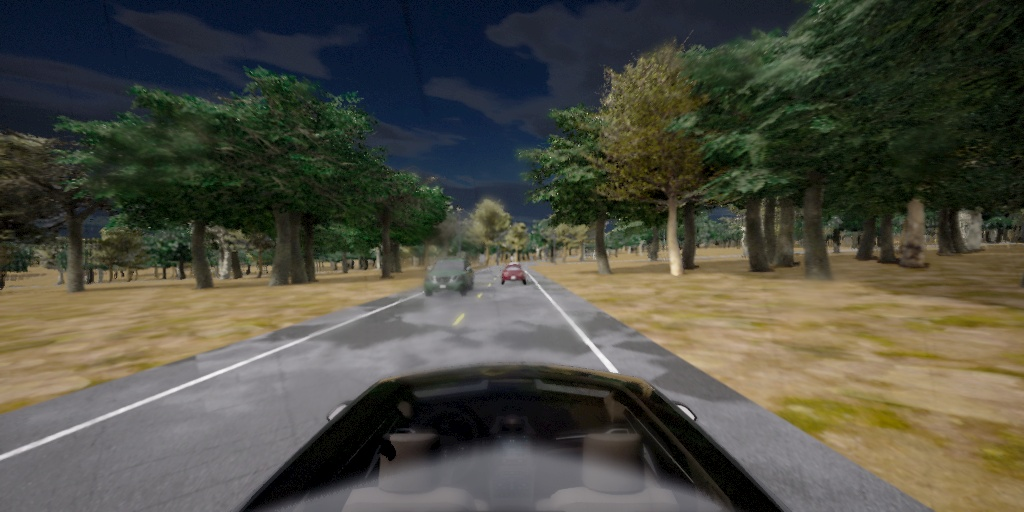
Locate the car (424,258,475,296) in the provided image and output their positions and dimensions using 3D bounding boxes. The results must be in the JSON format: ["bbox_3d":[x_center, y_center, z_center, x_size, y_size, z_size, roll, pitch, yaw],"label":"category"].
[{"bbox_3d":[-3.419,1.160,20.538,2.150,2.045,5.566,-1,0,0],"label":"car"}]

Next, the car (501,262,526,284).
[{"bbox_3d":[0.138,1.371,27.674,1.812,1.442,4.674,-1,0,1],"label":"car"}]
